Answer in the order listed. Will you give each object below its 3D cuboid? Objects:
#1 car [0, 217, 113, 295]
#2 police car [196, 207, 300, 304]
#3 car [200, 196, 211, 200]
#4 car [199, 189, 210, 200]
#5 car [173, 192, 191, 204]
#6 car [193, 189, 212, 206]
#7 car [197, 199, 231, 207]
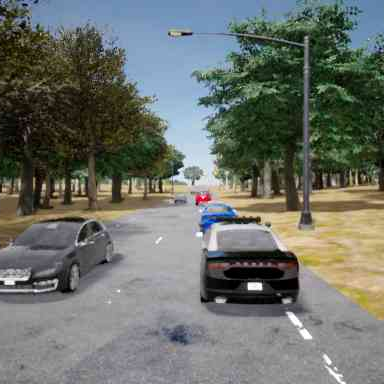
[{"bbox_3d":[-3.477,1.487,8.862,1.837,1.490,4.892,0,0,1],"label":"car"},{"bbox_3d":[1.129,1.408,8.303,1.930,1.638,5.238,0,0,1],"label":"police car"},{"bbox_3d":[1.673,1.311,24.300,1.801,1.575,5.366,0,1,3],"label":"car"},{"bbox_3d":[2.500,0.456,67.364,2.150,2.045,5.566,0,1,3],"label":"car"},{"bbox_3d":[-1.766,1.055,51.469,2.033,1.411,5.357,0,1,2],"label":"car"},{"bbox_3d":[1.624,0.798,46.168,2.150,2.045,5.566,0,1,3],"label":"car"},{"bbox_3d":[1.408,1.398,18.131,1.882,1.535,5.008,0,1,2],"label":"car"}]
